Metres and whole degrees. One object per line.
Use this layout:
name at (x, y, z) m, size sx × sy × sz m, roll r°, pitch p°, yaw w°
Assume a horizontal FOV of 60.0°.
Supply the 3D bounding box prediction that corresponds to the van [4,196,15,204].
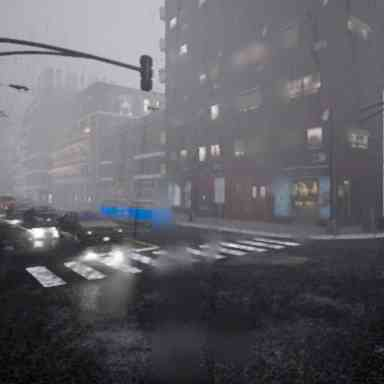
van at (-42.102, 1.903, 76.698) m, size 1.690 × 1.788 × 3.998 m, roll -2°, pitch 1°, yaw -36°

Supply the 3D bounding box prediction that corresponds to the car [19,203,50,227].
car at (-10.751, 1.691, 23.809) m, size 1.994 × 1.385 × 4.181 m, roll -1°, pitch 0°, yaw -36°

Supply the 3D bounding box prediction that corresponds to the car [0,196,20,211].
car at (-23.076, 1.510, 40.837) m, size 2.150 × 2.045 × 5.566 m, roll -1°, pitch 0°, yaw -35°

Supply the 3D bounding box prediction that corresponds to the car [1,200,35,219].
car at (-16.440, 1.748, 31.642) m, size 2.033 × 1.411 × 5.357 m, roll -1°, pitch 0°, yaw -36°

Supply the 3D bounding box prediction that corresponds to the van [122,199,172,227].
van at (-2.989, 1.378, 22.962) m, size 1.690 × 1.788 × 3.998 m, roll -2°, pitch 1°, yaw -36°

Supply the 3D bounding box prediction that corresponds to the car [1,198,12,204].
car at (-45.356, 2.153, 81.177) m, size 1.887 × 1.381 × 4.507 m, roll -2°, pitch 1°, yaw -36°

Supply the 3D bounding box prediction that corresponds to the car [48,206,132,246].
car at (-5.143, 1.602, 16.112) m, size 2.033 × 1.411 × 5.357 m, roll -1°, pitch 0°, yaw -36°

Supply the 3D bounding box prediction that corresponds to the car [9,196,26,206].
car at (-35.584, 1.786, 67.741) m, size 2.192 × 1.841 × 5.009 m, roll -2°, pitch 1°, yaw -36°

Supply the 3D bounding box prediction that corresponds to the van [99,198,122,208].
van at (-6.248, 1.420, 27.441) m, size 1.690 × 1.788 × 3.998 m, roll -2°, pitch 1°, yaw -36°

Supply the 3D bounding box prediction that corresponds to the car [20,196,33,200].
car at (-29.063, 1.821, 58.788) m, size 1.967 × 1.590 × 4.097 m, roll -2°, pitch 1°, yaw -36°
